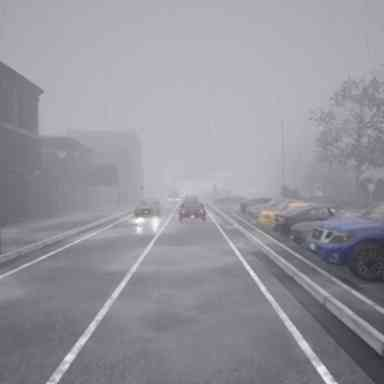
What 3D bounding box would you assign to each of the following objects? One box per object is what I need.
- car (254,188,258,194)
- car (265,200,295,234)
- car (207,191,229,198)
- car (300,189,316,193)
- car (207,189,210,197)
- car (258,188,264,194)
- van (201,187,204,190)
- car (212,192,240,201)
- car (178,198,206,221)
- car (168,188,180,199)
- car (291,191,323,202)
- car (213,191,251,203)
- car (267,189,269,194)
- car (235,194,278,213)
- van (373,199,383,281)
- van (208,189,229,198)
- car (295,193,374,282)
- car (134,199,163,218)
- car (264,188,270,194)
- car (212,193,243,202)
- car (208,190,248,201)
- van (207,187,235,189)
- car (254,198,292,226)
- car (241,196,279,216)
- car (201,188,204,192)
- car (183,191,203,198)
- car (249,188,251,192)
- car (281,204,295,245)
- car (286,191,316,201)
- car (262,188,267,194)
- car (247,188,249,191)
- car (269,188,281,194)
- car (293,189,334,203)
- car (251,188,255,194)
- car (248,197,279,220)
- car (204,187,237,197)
[{"bbox_3d":[18.808,0.342,82.632,4.892,1.521,2.231,0,1,0],"label":"car"},{"bbox_3d":[6.062,1.298,14.691,5.008,1.535,2.097,0,1,0],"label":"car"},{"bbox_3d":[5.739,0.490,74.232,4.892,1.521,2.231,0,1,0],"label":"car"},{"bbox_3d":[18.862,0.794,49.215,4.553,1.767,2.185,0,1,0],"label":"car"},{"bbox_3d":[5.769,0.683,63.101,4.892,1.521,2.231,0,1,0],"label":"car"},{"bbox_3d":[18.841,0.265,79.845,4.553,1.767,2.185,0,1,0],"label":"car"},{"bbox_3d":[5.575,-0.086,93.771,4.442,1.987,1.878,0,1,0],"label":"van"},{"bbox_3d":[5.793,0.817,57.535,4.674,1.452,2.002,0,1,0],"label":"car"},{"bbox_3d":[0.022,1.345,24.674,1.895,1.301,4.718,0,1,0],"label":"car"},{"bbox_3d":[-3.597,0.283,68.099,2.150,2.045,5.566,0,1,0],"label":"car"},{"bbox_3d":[18.909,0.696,54.910,4.553,1.767,2.185,0,1,0],"label":"car"},{"bbox_3d":[5.828,0.959,49.329,4.674,1.452,2.002,1,1,0],"label":"car"},{"bbox_3d":[19.025,0.579,68.834,5.366,1.575,1.946,0,1,0],"label":"car"},{"bbox_3d":[6.096,1.155,25.995,4.792,1.488,2.163,0,1,0],"label":"car"},{"bbox_3d":[6.184,1.202,6.212,4.442,1.987,1.878,0,1,0],"label":"van"},{"bbox_3d":[5.636,0.312,71.444,4.442,1.987,1.878,0,1,0],"label":"van"},{"bbox_3d":[6.039,1.134,9.037,5.566,2.045,2.435,0,1,0],"label":"car"},{"bbox_3d":[-3.439,1.282,26.904,1.994,1.385,4.181,0,1,0],"label":"car"},{"bbox_3d":[18.838,0.536,71.493,5.008,1.535,2.097,0,1,0],"label":"car"},{"bbox_3d":[5.827,0.855,54.753,4.792,1.488,2.163,0,1,0],"label":"car"},{"bbox_3d":[5.620,0.870,51.969,5.366,1.575,1.946,0,1,0],"label":"car"},{"bbox_3d":[5.651,0.406,66.003,4.442,1.987,1.878,0,1,0],"label":"van"},{"bbox_3d":[6.252,1.252,17.517,5.366,1.575,1.946,0,1,0],"label":"car"},{"bbox_3d":[6.069,1.208,23.169,4.674,1.452,2.002,0,1,0],"label":"car"},{"bbox_3d":[5.670,0.221,90.930,4.792,1.488,2.163,0,1,0],"label":"car"},{"bbox_3d":[-0.080,1.001,41.318,2.128,1.511,4.902,0,1,0],"label":"car"},{"bbox_3d":[18.747,0.064,90.984,4.553,1.767,2.185,0,1,0],"label":"car"},{"bbox_3d":[6.073,1.341,11.867,5.008,1.535,2.097,0,1,0],"label":"car"},{"bbox_3d":[18.901,0.648,57.694,4.553,1.767,2.185,0,1,0],"label":"car"},{"bbox_3d":[18.795,0.517,74.279,4.792,1.488,2.163,0,1,0],"label":"car"},{"bbox_3d":[18.766,0.139,93.770,5.008,1.535,2.097,0,1,0],"label":"car"},{"bbox_3d":[18.875,0.379,66.045,5.566,2.045,2.435,0,1,0],"label":"car"},{"bbox_3d":[18.914,0.621,51.998,5.566,2.045,2.435,0,1,0],"label":"car"},{"bbox_3d":[18.767,0.040,85.411,5.566,2.045,2.435,0,1,0],"label":"car"},{"bbox_3d":[6.069,1.252,20.343,4.674,1.452,2.002,0,1,0],"label":"car"},{"bbox_3d":[5.732,0.334,68.662,5.566,2.045,2.435,0,1,0],"label":"car"}]
